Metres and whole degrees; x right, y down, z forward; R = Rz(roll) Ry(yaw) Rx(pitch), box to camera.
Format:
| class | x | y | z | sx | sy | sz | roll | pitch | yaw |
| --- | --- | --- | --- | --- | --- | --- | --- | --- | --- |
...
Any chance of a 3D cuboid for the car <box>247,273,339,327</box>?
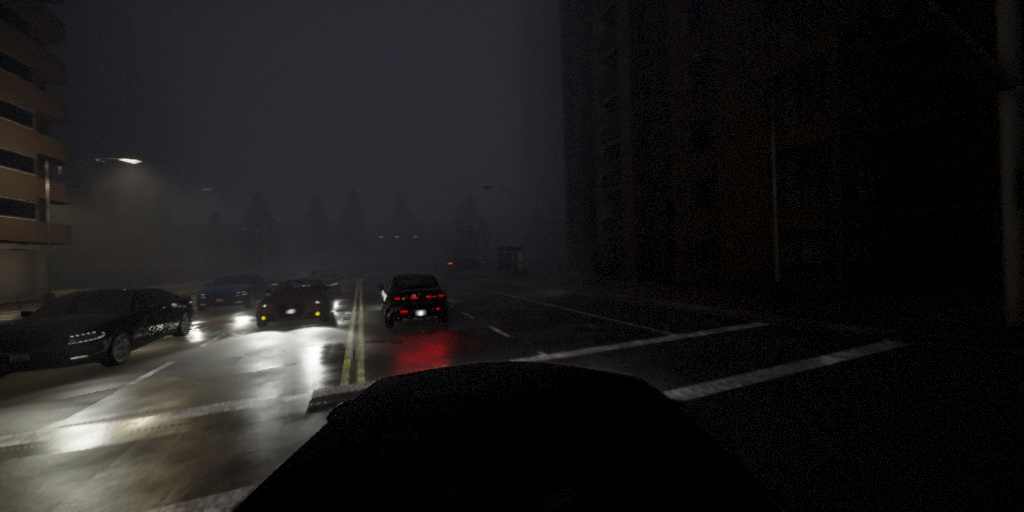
| class | x | y | z | sx | sy | sz | roll | pitch | yaw |
| --- | --- | --- | --- | --- | --- | --- | --- | --- | --- |
| car | -7.518 | 1.531 | 12.771 | 1.994 | 1.385 | 4.181 | -2 | 0 | -23 |

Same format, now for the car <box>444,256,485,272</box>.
| class | x | y | z | sx | sy | sz | roll | pitch | yaw |
| --- | --- | --- | --- | --- | --- | --- | --- | --- | --- |
| car | -6.275 | 1.057 | 47.818 | 5.566 | 2.045 | 2.150 | -2 | 0 | -36 |

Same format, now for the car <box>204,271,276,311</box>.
| class | x | y | z | sx | sy | sz | roll | pitch | yaw |
| --- | --- | --- | --- | --- | --- | --- | --- | --- | --- |
| car | -13.191 | 1.613 | 17.280 | 1.882 | 1.535 | 5.008 | -2 | 0 | -23 |

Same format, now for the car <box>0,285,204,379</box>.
| class | x | y | z | sx | sy | sz | roll | pitch | yaw |
| --- | --- | --- | --- | --- | --- | --- | --- | --- | --- |
| car | -9.499 | 1.510 | 8.454 | 1.882 | 1.535 | 5.008 | -2 | 0 | -24 |

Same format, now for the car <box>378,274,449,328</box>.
| class | x | y | z | sx | sy | sz | roll | pitch | yaw |
| --- | --- | --- | --- | --- | --- | --- | --- | --- | --- |
| car | -3.407 | 1.346 | 12.181 | 1.837 | 1.490 | 4.892 | -2 | 0 | -21 |

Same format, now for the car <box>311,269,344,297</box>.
| class | x | y | z | sx | sy | sz | roll | pitch | yaw |
| --- | --- | --- | --- | --- | --- | --- | --- | --- | --- |
| car | -10.953 | 1.554 | 20.974 | 2.128 | 1.511 | 4.902 | -2 | 0 | -23 |

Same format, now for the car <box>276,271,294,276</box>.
| class | x | y | z | sx | sy | sz | roll | pitch | yaw |
| --- | --- | --- | --- | --- | --- | --- | --- | --- | --- |
| car | -17.032 | 1.806 | 26.527 | 1.994 | 1.385 | 4.181 | -2 | 0 | -22 |

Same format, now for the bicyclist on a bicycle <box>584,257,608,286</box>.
| class | x | y | z | sx | sy | sz | roll | pitch | yaw |
| --- | --- | --- | --- | --- | --- | --- | --- | --- | --- |
| bicyclist on a bicycle | 4.842 | 0.880 | 20.705 | 1.656 | 1.620 | 0.582 | -2 | 0 | -23 |
